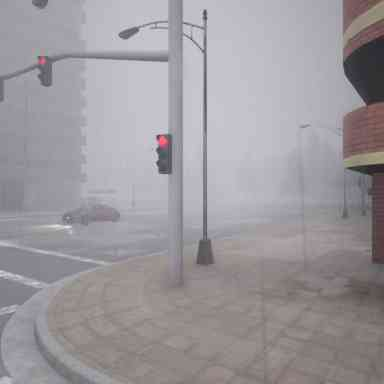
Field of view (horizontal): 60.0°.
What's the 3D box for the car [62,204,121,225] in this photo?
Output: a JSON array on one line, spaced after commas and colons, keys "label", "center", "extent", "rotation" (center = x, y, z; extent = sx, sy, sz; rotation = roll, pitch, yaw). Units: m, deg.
[{"label": "car", "center": [-7.214, 1.564, 24.121], "extent": [1.994, 1.385, 4.181], "rotation": [0, 0, 36]}]
